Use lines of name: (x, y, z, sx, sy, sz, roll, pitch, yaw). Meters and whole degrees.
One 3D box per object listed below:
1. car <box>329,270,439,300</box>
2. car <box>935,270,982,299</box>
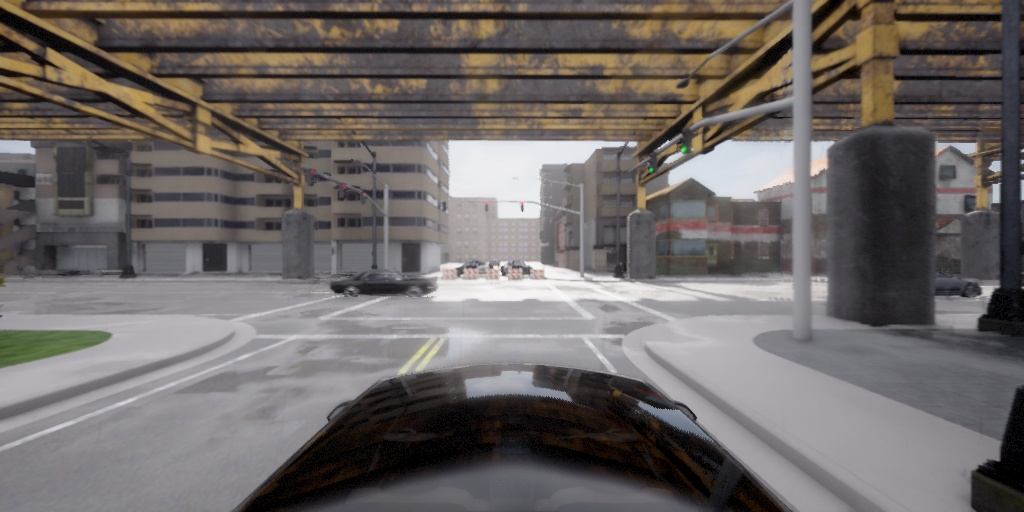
car: (-5.952, 1.347, 17.154, 4.718, 1.301, 1.895, 0, 0, 0)
car: (19.897, 1.307, 17.473, 4.181, 1.385, 1.994, 0, 0, 0)
